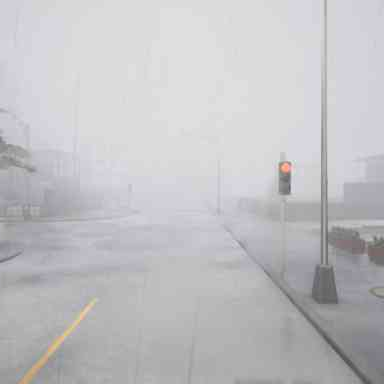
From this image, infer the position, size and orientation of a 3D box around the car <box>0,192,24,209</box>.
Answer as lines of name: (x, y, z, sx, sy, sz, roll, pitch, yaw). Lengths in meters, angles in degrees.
car: (-19.717, 0.985, 34.906, 1.905, 1.878, 3.866, 0, 0, 35)
